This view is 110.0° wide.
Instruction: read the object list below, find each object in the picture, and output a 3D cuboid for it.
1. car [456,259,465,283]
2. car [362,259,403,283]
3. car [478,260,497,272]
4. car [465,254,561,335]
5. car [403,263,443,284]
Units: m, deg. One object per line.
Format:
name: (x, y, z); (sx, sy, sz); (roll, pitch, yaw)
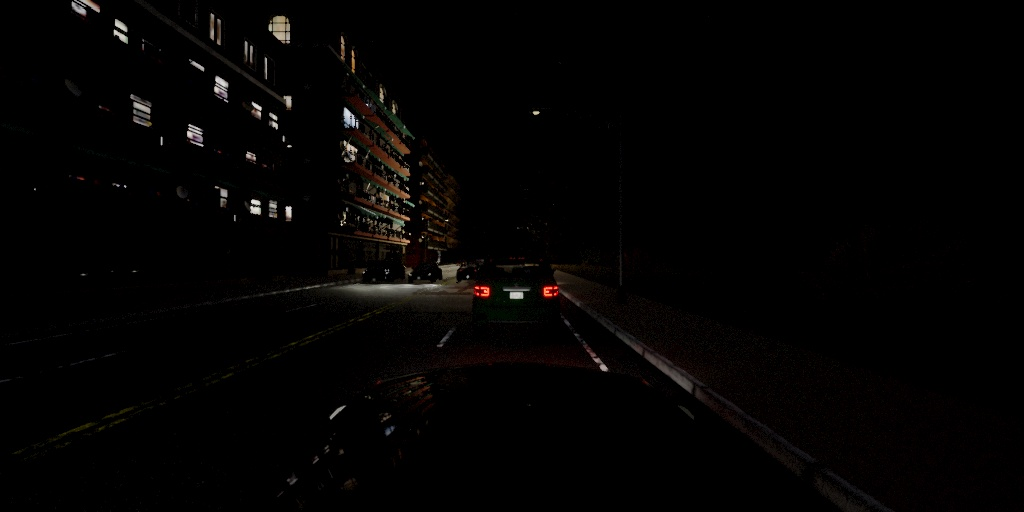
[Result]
car: (-3.080, 1.244, 27.602); (2.128, 1.511, 4.902); (0, 0, 0)
car: (-9.781, 1.104, 27.665); (2.097, 1.767, 4.553); (0, 0, 0)
car: (-3.029, 1.239, 45.892); (2.128, 1.511, 4.902); (0, 0, 0)
car: (0.118, 0.973, 10.673); (2.150, 2.045, 5.566); (0, 0, 0)
car: (-6.530, 1.278, 27.453); (1.812, 1.442, 4.674); (0, 0, 0)
